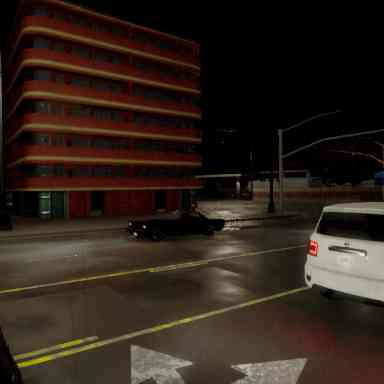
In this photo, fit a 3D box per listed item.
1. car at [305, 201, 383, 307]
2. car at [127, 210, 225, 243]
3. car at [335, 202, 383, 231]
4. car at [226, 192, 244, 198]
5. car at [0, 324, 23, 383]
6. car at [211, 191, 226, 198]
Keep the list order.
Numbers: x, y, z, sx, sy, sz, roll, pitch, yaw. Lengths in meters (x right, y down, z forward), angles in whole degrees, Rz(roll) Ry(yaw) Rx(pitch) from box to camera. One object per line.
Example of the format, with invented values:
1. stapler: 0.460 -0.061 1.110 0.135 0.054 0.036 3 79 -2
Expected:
1. car: 4.775 1.218 7.134 5.566 2.045 2.150 0 0 -35
2. car: -0.744 1.596 16.320 4.718 1.301 1.895 0 0 -35
3. car: 10.836 1.394 20.150 4.674 1.442 1.812 -1 0 -35
4. car: 11.384 0.818 85.098 3.806 1.475 1.970 -1 1 -35
5. car: -3.667 1.222 1.136 5.566 2.045 2.150 0 0 -35
6. car: 7.417 0.671 89.324 4.611 1.667 2.242 -1 1 -35
